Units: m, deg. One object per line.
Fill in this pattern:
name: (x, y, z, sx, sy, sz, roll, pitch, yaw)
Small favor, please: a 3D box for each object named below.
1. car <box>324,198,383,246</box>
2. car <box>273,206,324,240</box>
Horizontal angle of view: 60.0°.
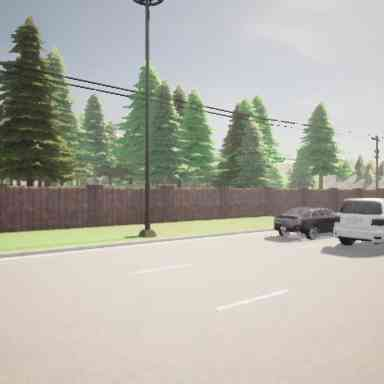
car: (8.293, 1.255, 14.084, 5.566, 2.045, 2.150, 0, 0, -35)
car: (6.236, 1.492, 16.916, 4.902, 1.511, 2.128, 0, 0, -35)
